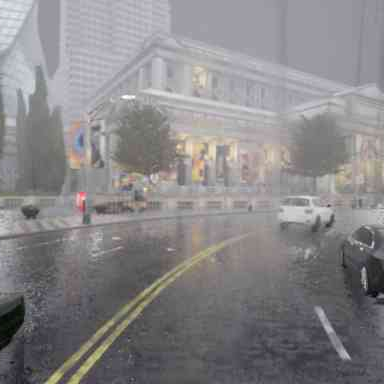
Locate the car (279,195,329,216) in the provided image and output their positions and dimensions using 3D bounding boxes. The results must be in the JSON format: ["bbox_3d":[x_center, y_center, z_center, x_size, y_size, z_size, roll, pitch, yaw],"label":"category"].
[{"bbox_3d":[12.037,1.368,35.532,5.566,2.045,2.150,1,0,-36],"label":"car"}]

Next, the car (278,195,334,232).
[{"bbox_3d":[7.296,1.302,20.975,2.150,2.045,5.566,1,-1,36],"label":"car"}]

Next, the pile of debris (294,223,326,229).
[{"bbox_3d":[7.867,2.271,22.116,1.500,0.140,1.860,1,0,38],"label":"pile of debris"}]

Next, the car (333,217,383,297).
[{"bbox_3d":[5.060,1.564,8.489,1.837,1.490,4.892,0,0,15],"label":"car"}]

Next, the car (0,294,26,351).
[{"bbox_3d":[-3.356,1.564,2.299,1.895,1.301,4.718,1,0,5],"label":"car"}]
